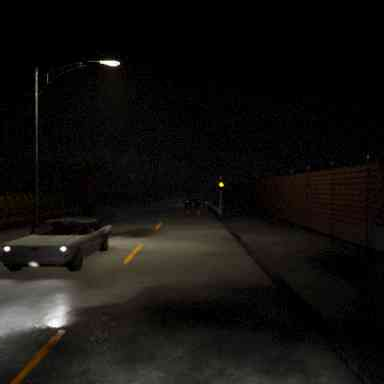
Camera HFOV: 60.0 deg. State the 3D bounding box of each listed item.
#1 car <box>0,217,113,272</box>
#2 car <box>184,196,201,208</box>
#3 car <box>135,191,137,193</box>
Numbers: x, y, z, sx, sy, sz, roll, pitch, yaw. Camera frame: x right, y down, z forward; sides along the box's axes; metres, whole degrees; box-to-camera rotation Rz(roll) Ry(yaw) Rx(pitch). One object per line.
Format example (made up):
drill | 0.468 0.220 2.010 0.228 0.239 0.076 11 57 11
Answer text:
car | -4.010 1.522 10.669 1.895 1.301 4.718 0 0 0
car | 0.078 1.225 41.251 1.812 1.442 4.674 0 0 0
car | -17.332 0.452 93.627 3.633 1.501 1.845 0 0 0
